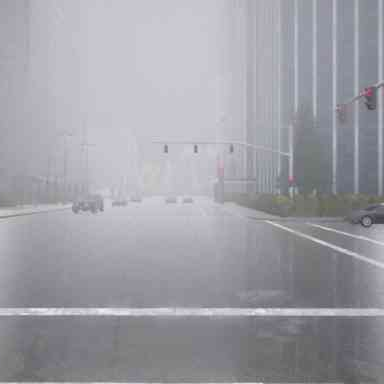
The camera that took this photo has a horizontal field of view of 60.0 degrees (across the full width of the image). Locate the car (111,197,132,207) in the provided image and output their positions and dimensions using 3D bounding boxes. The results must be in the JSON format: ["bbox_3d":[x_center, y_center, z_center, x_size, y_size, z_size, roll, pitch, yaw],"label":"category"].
[{"bbox_3d":[-11.264,1.563,52.244,1.994,1.385,4.181,0,0,0],"label":"car"}]

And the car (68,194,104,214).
[{"bbox_3d":[-11.123,1.221,36.102,2.150,2.045,5.566,0,0,-1],"label":"car"}]

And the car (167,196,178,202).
[{"bbox_3d":[-4.378,1.540,75.261,2.033,1.411,5.357,0,0,-1],"label":"car"}]

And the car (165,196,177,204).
[{"bbox_3d":[-4.187,1.601,65.000,1.895,1.301,4.718,0,0,0],"label":"car"}]

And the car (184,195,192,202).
[{"bbox_3d":[-0.882,1.387,75.592,1.882,1.535,5.008,0,0,-1],"label":"car"}]

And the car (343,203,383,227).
[{"bbox_3d":[12.618,1.505,22.088,4.892,1.490,1.837,0,0,0],"label":"car"}]

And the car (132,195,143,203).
[{"bbox_3d":[-11.312,1.381,67.550,2.097,1.767,4.553,0,0,0],"label":"car"}]

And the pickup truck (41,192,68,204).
[{"bbox_3d":[-24.365,1.059,60.024,2.390,2.098,6.274,0,0,30],"label":"pickup truck"}]

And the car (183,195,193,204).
[{"bbox_3d":[-0.790,1.526,65.341,1.812,1.442,4.674,0,0,-1],"label":"car"}]
